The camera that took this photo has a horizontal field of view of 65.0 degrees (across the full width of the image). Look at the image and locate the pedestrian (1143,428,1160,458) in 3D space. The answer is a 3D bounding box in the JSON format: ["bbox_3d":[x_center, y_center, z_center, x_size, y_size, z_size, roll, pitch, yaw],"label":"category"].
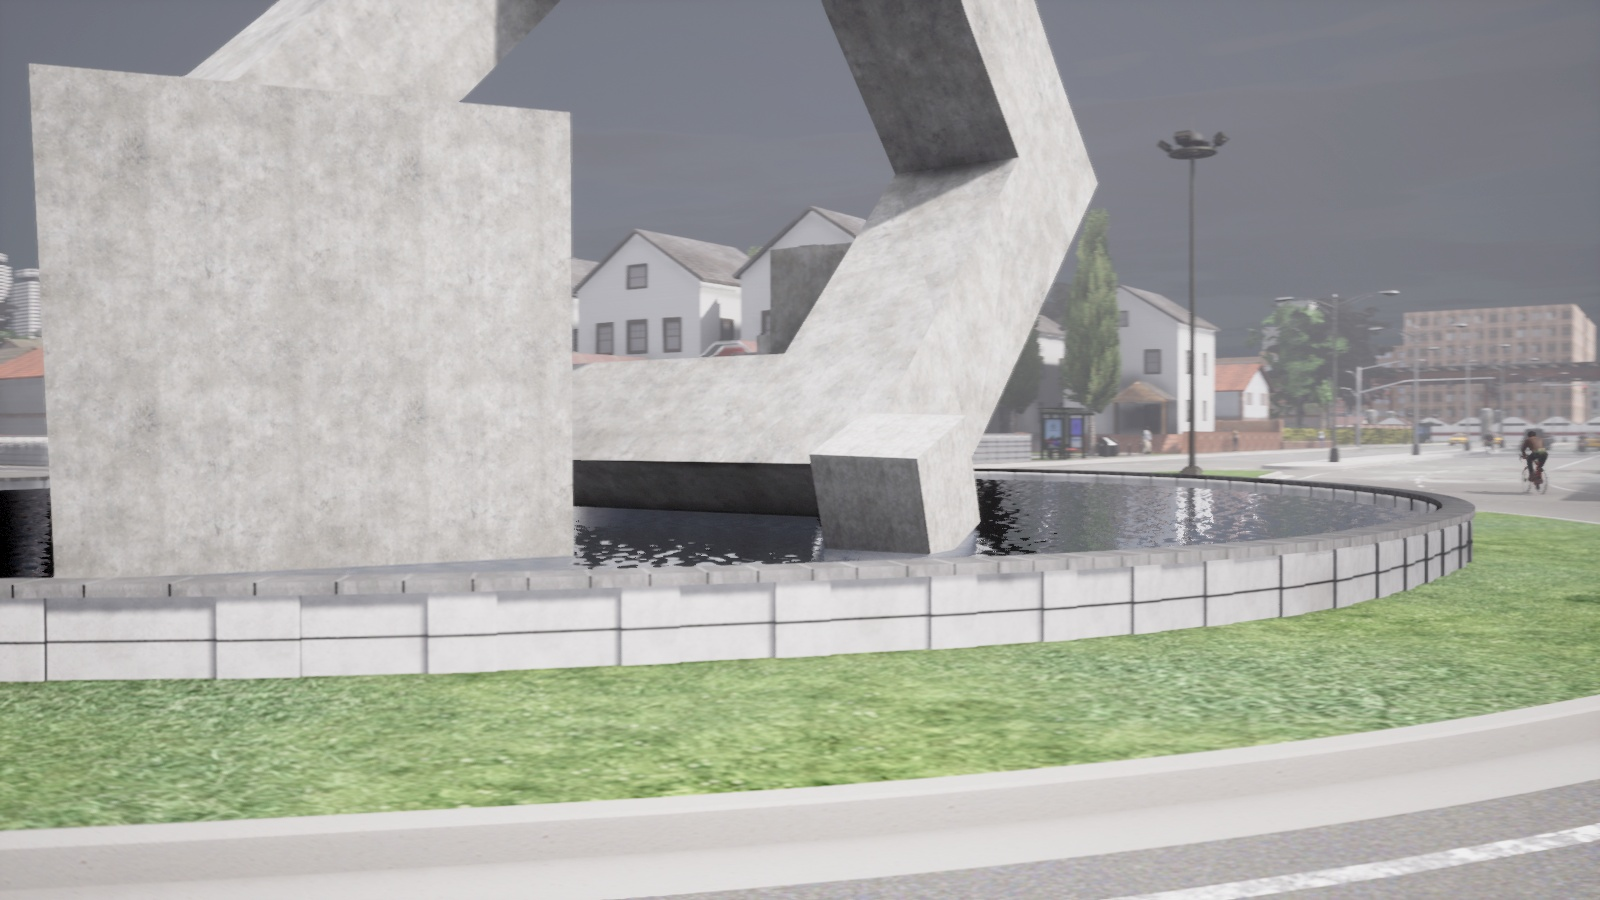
[{"bbox_3d":[22.447,-0.454,80.209,0.900,1.855,0.874,1,1,29],"label":"pedestrian"}]

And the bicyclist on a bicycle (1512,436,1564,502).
[{"bbox_3d":[18.797,0.473,32.014,0.582,1.620,1.656,1,1,11],"label":"bicyclist on a bicycle"}]
